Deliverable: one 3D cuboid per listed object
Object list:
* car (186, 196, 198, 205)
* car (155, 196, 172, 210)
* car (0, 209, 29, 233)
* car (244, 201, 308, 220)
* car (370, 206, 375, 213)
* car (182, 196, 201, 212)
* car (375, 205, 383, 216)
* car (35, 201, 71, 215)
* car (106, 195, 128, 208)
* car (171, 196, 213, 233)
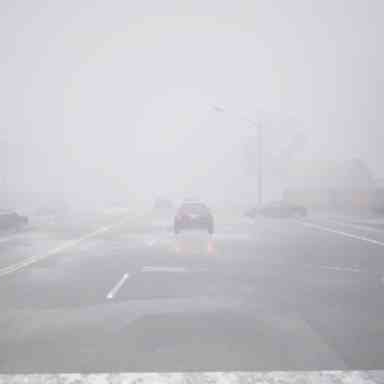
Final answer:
[{"bbox_3d":[0.059,1.509,59.770,2.033,1.411,5.357,0,0,0],"label":"car"},{"bbox_3d":[-3.467,1.326,42.093,2.097,1.767,4.553,0,0,1],"label":"car"},{"bbox_3d":[-10.609,1.589,17.533,1.895,1.301,4.718,0,0,0],"label":"car"},{"bbox_3d":[6.772,1.460,26.992,5.008,1.535,1.882,0,0,0],"label":"car"},{"bbox_3d":[19.104,1.581,30.587,4.718,1.301,1.895,0,0,-1],"label":"car"},{"bbox_3d":[-0.113,1.328,38.843,2.097,1.767,4.553,0,0,-1],"label":"car"},{"bbox_3d":[18.487,1.200,27.079,5.566,2.045,2.150,-1,0,-1],"label":"car"},{"bbox_3d":[-14.118,1.579,33.995,1.895,1.301,4.718,0,0,0],"label":"car"},{"bbox_3d":[-10.616,1.516,48.844,2.033,1.411,5.357,0,0,0],"label":"car"},{"bbox_3d":[0.090,1.339,19.603,2.097,1.767,4.553,0,0,0],"label":"car"}]
